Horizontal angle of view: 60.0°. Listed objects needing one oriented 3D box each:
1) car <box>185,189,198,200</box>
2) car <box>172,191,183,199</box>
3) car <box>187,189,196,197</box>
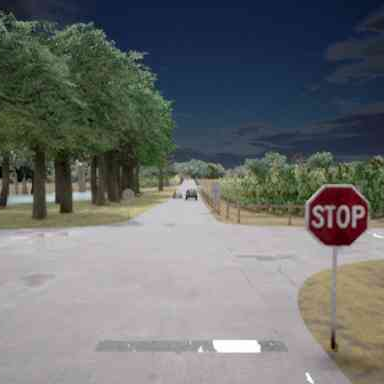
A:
[{"bbox_3d":[-0.093,0.426,61.070,2.150,2.045,5.566,0,2,0],"label":"car"},{"bbox_3d":[-2.850,0.596,65.632,1.812,1.442,4.674,0,2,0],"label":"car"},{"bbox_3d":[-0.108,0.192,71.453,1.882,1.535,5.008,0,2,0],"label":"car"}]
